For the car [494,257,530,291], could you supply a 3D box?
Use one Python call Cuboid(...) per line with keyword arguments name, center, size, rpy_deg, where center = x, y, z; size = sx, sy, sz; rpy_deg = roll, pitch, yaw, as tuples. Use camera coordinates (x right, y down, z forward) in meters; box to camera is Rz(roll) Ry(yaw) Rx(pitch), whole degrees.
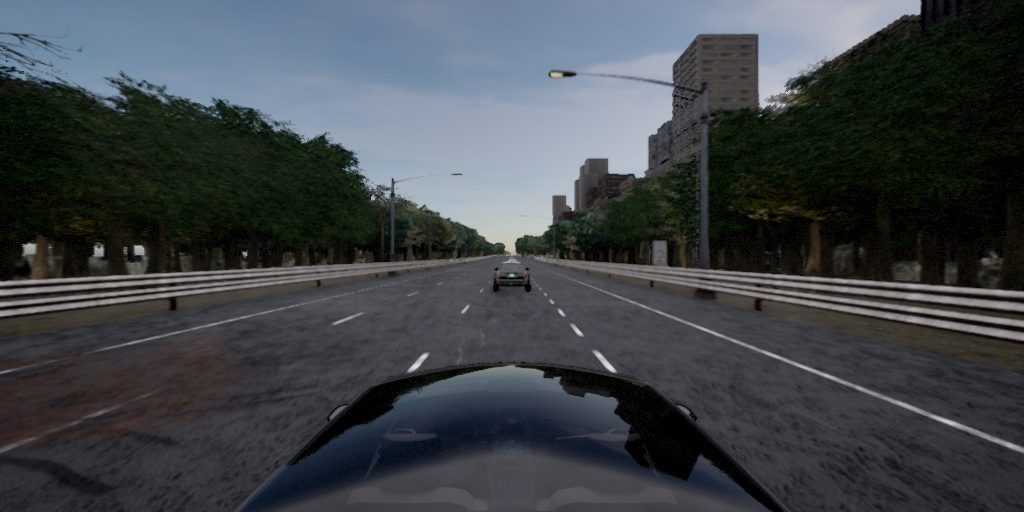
Cuboid(name="car", center=(-0.009, 1.126, 22.371), size=(2.097, 1.767, 4.553), rpy_deg=(0, 0, 0))
